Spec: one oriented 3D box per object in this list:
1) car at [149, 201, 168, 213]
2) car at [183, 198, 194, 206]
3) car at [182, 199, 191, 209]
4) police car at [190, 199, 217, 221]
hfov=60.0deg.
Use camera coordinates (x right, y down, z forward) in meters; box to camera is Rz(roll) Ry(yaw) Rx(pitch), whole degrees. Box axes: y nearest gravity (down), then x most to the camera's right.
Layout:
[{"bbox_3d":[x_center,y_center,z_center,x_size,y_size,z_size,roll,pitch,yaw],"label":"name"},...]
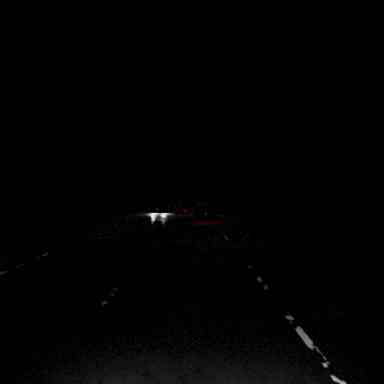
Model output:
[{"bbox_3d":[-3.878,1.720,39.412,1.994,1.385,4.181,0,0,-1],"label":"car"},{"bbox_3d":[-0.692,1.913,63.077,1.994,1.385,4.181,0,-1,-1],"label":"car"},{"bbox_3d":[-0.401,1.712,48.406,2.128,1.511,4.902,0,0,-1],"label":"car"},{"bbox_3d":[1.073,1.516,28.622,1.930,1.638,5.238,0,0,-1],"label":"police car"}]
